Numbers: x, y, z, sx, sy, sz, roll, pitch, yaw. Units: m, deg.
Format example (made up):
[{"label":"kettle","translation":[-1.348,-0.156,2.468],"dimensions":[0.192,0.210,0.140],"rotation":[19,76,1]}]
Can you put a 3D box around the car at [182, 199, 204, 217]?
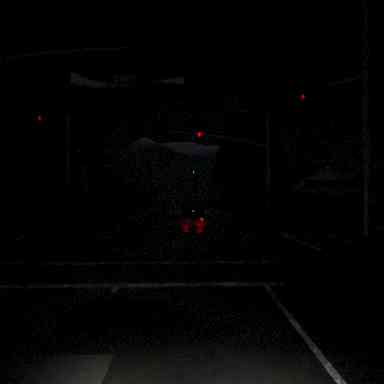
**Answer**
[{"label":"car","translation":[0.092,1.421,30.692],"dimensions":[2.128,1.511,4.902],"rotation":[0,0,0]}]
